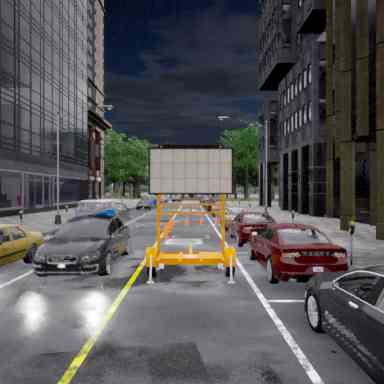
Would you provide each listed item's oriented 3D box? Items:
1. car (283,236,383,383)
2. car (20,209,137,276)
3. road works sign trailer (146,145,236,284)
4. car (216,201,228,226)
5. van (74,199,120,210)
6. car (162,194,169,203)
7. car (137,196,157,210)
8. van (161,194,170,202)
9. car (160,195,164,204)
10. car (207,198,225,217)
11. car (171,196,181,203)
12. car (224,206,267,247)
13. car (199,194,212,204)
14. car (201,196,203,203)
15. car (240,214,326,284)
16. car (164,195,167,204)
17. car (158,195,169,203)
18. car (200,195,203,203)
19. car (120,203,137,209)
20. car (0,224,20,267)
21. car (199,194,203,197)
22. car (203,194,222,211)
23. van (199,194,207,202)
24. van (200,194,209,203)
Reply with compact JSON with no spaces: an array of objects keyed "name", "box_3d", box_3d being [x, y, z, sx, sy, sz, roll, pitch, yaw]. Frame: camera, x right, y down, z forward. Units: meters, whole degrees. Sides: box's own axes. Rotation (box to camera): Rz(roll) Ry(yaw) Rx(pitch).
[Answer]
[{"name":"car","box_3d":[2.750,1.551,4.011,2.008,1.369,4.403,0,0,0]},{"name":"car","box_3d":[-3.133,1.504,10.389,1.837,1.490,4.892,0,0,0]},{"name":"road works sign trailer","box_3d":[-0.030,0.465,9.582,2.380,3.560,2.880,0,0,0]},{"name":"car","box_3d":[2.696,1.527,20.494,1.752,1.417,4.829,0,0,0]},{"name":"van","box_3d":[-5.829,1.343,20.296,1.690,1.788,3.998,0,0,0]},{"name":"car","box_3d":[-5.971,1.546,63.627,1.752,1.417,4.829,0,0,0]},{"name":"car","box_3d":[-5.900,1.574,42.046,1.947,1.339,4.313,0,0,0]},{"name":"van","box_3d":[-6.008,1.369,74.672,1.690,1.788,3.998,0,0,0]},{"name":"car","box_3d":[-5.935,1.539,52.752,1.752,1.417,4.829,0,0,0]},{"name":"car","box_3d":[2.660,1.530,31.369,1.752,1.417,4.829,0,0,0]},{"name":"car","box_3d":[-3.225,1.502,69.088,1.882,1.535,5.008,0,0,0]},{"name":"car","box_3d":[2.715,1.546,14.887,1.887,1.381,4.507,0,0,0]},{"name":"car","box_3d":[2.553,1.335,63.825,2.192,1.841,5.009,0,0,0]},{"name":"car","box_3d":[2.607,1.536,47.682,1.752,1.417,4.829,0,0,0]},{"name":"car","box_3d":[2.732,1.545,9.449,1.887,1.381,4.507,0,0,0]},{"name":"car","box_3d":[-5.954,1.583,58.359,1.947,1.339,4.313,0,0,0]},{"name":"car","box_3d":[-5.990,1.464,69.234,1.967,1.590,4.097,0,0,0]},{"name":"car","box_3d":[2.589,1.558,52.949,1.887,1.381,4.507,0,0,0]},{"name":"car","box_3d":[-5.846,1.554,25.734,2.008,1.369,4.403,0,0,0]},{"name":"car","box_3d":[-5.792,1.526,9.251,1.752,1.417,4.829,0,0,0]},{"name":"car","box_3d":[2.571,1.457,58.387,1.967,1.590,4.097,0,0,0]},{"name":"car","box_3d":[2.643,1.321,36.637,2.192,1.841,5.009,0,0,0]},{"name":"van","box_3d":[2.518,1.369,74.700,1.690,1.788,3.998,0,0,0]},{"name":"van","box_3d":[2.535,1.365,69.262,1.690,1.788,3.998,0,0,0]}]
